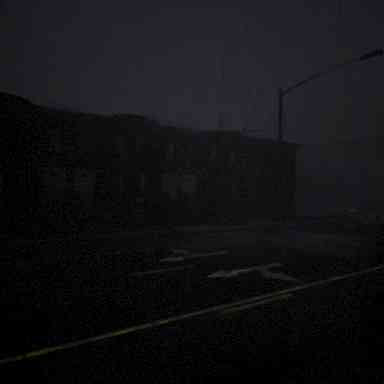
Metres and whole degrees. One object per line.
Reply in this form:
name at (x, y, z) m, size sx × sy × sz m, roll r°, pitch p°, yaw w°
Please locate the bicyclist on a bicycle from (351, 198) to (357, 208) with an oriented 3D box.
bicyclist on a bicycle at (28.183, 1.904, 57.845) m, size 1.656 × 1.620 × 0.582 m, roll 0°, pitch 0°, yaw -36°
